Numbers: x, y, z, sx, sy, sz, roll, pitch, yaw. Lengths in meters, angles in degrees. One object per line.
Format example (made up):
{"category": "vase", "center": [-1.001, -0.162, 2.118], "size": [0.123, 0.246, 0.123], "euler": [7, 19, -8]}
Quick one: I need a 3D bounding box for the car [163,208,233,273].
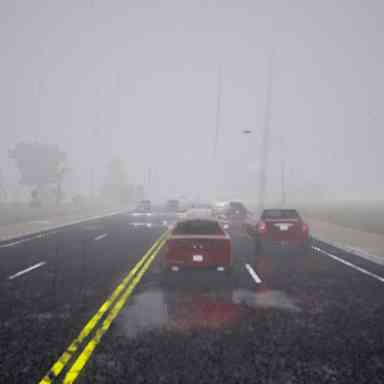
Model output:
{"category": "car", "center": [0.201, 1.510, 10.830], "size": [1.882, 1.535, 5.008], "euler": [0, 0, 1]}

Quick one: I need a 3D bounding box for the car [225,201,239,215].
{"category": "car", "center": [4.142, 1.616, 31.919], "size": [1.812, 1.442, 4.674], "euler": [0, 0, 3]}

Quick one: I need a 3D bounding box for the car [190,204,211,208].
{"category": "car", "center": [0.767, 1.685, 29.369], "size": [1.895, 1.301, 4.718], "euler": [0, 0, 3]}

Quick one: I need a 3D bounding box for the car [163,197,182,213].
{"category": "car", "center": [-2.193, 1.613, 38.934], "size": [1.837, 1.490, 4.892], "euler": [0, -1, 3]}

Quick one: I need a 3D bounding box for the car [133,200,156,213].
{"category": "car", "center": [-5.447, 1.632, 38.940], "size": [1.812, 1.442, 4.674], "euler": [0, 0, 3]}

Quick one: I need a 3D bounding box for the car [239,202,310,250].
{"category": "car", "center": [3.540, 1.396, 14.749], "size": [2.097, 1.767, 4.553], "euler": [0, 0, 1]}
